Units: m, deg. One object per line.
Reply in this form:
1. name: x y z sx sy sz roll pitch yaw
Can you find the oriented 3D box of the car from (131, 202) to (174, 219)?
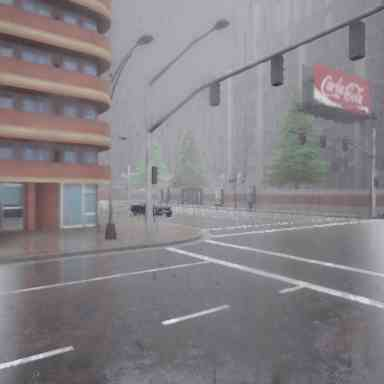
1. car: -3.559 1.528 29.294 1.895 1.301 4.718 0 0 -36
